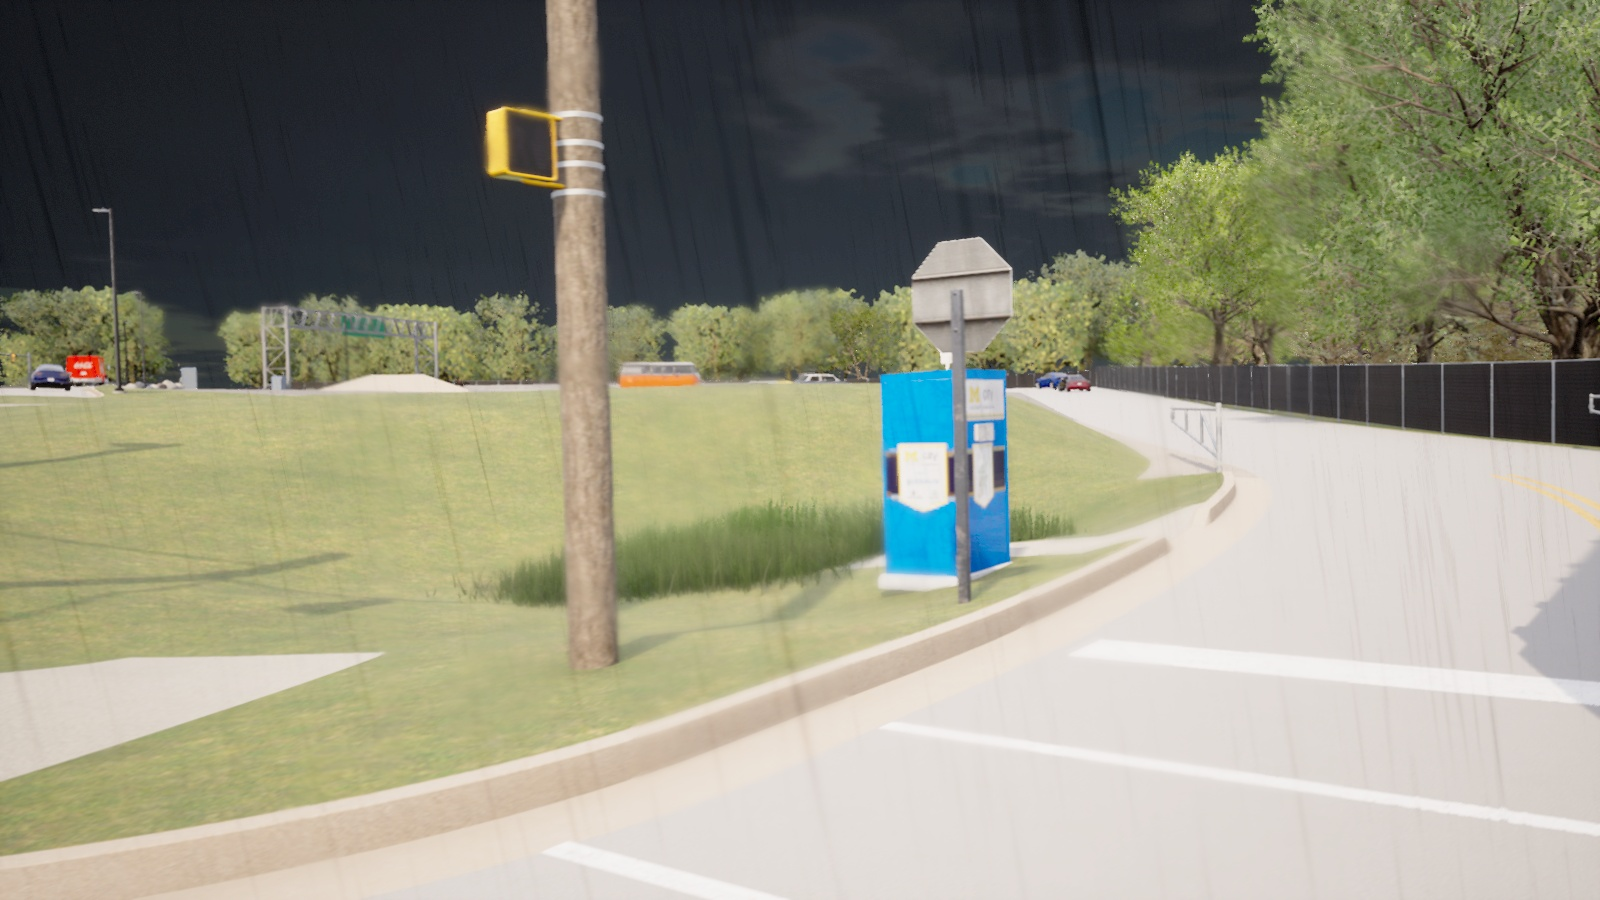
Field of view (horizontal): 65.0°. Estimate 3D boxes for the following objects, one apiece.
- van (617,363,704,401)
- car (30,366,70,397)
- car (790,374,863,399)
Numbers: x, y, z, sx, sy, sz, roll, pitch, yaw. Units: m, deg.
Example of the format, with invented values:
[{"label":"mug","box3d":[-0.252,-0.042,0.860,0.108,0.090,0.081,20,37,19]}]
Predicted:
[{"label":"van","box3d":[-7.458,-3.664,67.534,4.442,1.987,1.775,-1,3,0]},{"label":"car","box3d":[-40.810,-3.696,68.354,1.812,1.442,4.674,1,0,-31]},{"label":"car","box3d":[1.562,-3.752,74.065,3.806,1.475,1.970,-1,4,-23]}]
